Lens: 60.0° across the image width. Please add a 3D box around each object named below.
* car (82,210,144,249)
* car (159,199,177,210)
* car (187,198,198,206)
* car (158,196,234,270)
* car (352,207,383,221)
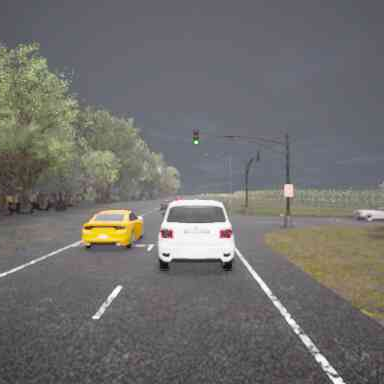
[{"bbox_3d":[-3.392,1.566,15.107,1.882,1.535,5.008,0,0,0],"label":"car"},{"bbox_3d":[-3.378,1.763,47.733,2.128,1.511,4.902,0,0,0],"label":"car"},{"bbox_3d":[0.130,1.912,65.144,2.033,1.411,5.357,0,0,0],"label":"car"},{"bbox_3d":[0.120,1.288,11.389,2.150,2.045,5.566,0,0,0],"label":"car"},{"bbox_3d":[17.739,2.026,31.270,4.718,1.301,1.895,1,-1,1],"label":"car"}]
